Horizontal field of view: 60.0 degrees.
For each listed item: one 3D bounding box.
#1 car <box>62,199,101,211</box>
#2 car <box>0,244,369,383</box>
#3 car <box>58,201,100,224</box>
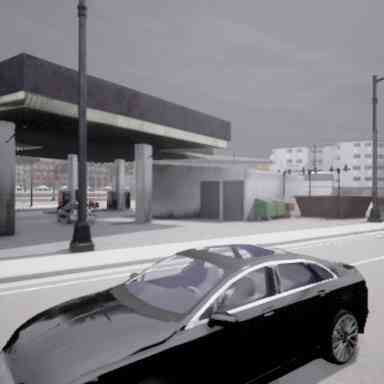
[{"bbox_3d":[-14.137,1.627,42.880,1.895,1.301,4.718,0,0,29],"label":"car"},{"bbox_3d":[0.341,1.496,4.237,4.902,1.511,2.128,0,0,-35],"label":"car"},{"bbox_3d":[-8.262,1.469,23.706,1.970,1.475,3.806,0,0,-34],"label":"car"}]
